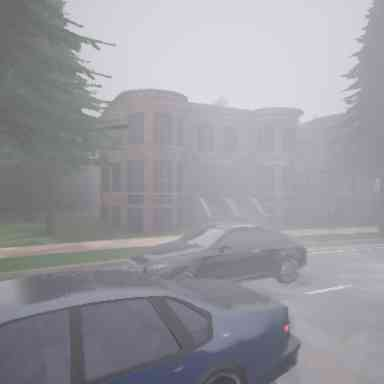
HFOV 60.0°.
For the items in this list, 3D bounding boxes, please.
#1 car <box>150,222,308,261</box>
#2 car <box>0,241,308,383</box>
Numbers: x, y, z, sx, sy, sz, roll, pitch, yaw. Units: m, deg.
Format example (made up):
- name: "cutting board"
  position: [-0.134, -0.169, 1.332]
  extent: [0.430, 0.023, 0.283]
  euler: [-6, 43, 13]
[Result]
- name: "car"
  position: [0.778, 1.490, 8.153]
  extent: [4.674, 1.442, 1.812]
  euler: [0, 0, -28]
- name: "car"
  position: [-1.352, 1.524, 2.943]
  extent: [5.357, 1.411, 2.033]
  euler: [0, 0, -34]
